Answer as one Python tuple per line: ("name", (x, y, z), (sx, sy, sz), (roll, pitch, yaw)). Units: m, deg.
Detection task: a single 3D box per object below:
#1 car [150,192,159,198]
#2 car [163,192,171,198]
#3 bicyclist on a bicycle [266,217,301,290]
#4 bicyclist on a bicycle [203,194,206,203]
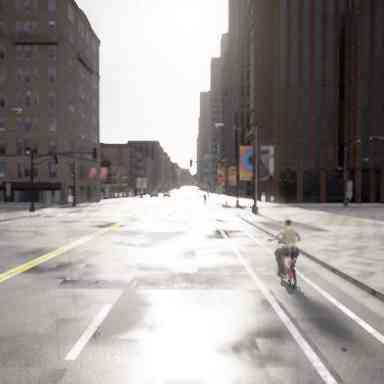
("car", (-9.760, 0.726, 86.339), (1.837, 1.490, 4.892), (0, 0, 0))
("car", (-6.510, 0.704, 86.339), (1.882, 1.535, 5.008), (0, 0, 0))
("bicyclist on a bicycle", (2.250, 1.393, 7.945), (0.866, 1.612, 1.509), (0, 0, 0))
("bicyclist on a bicycle", (2.244, 1.189, 58.012), (0.582, 1.620, 1.656), (0, 0, 0))
